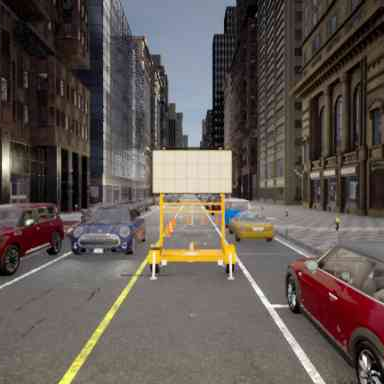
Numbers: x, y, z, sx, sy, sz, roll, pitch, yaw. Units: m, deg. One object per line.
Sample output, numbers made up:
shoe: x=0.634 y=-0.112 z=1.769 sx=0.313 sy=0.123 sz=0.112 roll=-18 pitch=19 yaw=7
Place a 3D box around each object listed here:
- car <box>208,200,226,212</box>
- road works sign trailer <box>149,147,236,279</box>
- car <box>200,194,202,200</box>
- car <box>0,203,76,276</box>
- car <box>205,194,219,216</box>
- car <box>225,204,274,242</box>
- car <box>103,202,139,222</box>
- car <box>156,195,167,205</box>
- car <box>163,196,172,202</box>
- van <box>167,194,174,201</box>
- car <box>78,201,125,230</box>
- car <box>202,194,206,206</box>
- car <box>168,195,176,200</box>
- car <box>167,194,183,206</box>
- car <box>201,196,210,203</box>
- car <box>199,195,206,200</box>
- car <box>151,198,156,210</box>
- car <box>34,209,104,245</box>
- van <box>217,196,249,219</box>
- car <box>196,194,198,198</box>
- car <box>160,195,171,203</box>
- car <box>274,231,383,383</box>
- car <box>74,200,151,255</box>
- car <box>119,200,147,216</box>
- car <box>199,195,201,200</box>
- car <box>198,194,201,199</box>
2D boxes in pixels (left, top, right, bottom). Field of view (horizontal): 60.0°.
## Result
car: x=2.800 y=1.585 z=38.530 sx=1.802 sy=1.307 sz=4.206 roll=0 pitch=0 yaw=0
road works sign trailer: x=0.009 y=0.463 z=9.966 sx=2.380 sy=3.560 sz=2.880 roll=0 pitch=0 yaw=0
car: x=2.818 y=1.453 z=55.335 sx=1.967 sy=1.590 sz=4.097 roll=0 pitch=0 yaw=0
car: x=-5.755 y=1.314 z=10.516 sx=2.192 sy=1.841 sz=5.009 roll=0 pitch=0 yaw=0
car: x=2.793 y=1.316 z=32.928 sx=2.192 sy=1.841 sz=5.009 roll=0 pitch=0 yaw=0
car: x=2.776 y=1.524 z=16.294 sx=1.752 sy=1.417 sz=4.829 roll=0 pitch=0 yaw=0
car: x=-5.737 y=1.550 z=27.323 sx=2.008 sy=1.369 sz=4.403 roll=0 pitch=0 yaw=0
car: x=-5.707 y=1.557 z=55.333 sx=1.887 sy=1.381 sz=4.507 roll=0 pitch=0 yaw=0
car: x=-5.683 y=1.571 z=77.741 sx=1.887 sy=1.381 sz=4.507 roll=0 pitch=0 yaw=0
van: x=-5.672 y=1.374 z=88.946 sx=1.690 sy=1.788 sz=3.998 roll=0 pitch=0 yaw=0
car: x=-5.743 y=1.439 z=21.720 sx=1.967 sy=1.590 sz=4.097 roll=0 pitch=0 yaw=0
car: x=2.805 y=1.321 z=44.132 sx=2.192 sy=1.841 sz=5.009 roll=0 pitch=0 yaw=0
car: x=-5.665 y=1.582 z=94.548 sx=1.887 sy=1.381 sz=4.507 roll=0 pitch=0 yaw=0
car: x=-3.028 y=1.518 z=56.389 sx=1.837 sy=1.490 sz=4.892 roll=0 pitch=0 yaw=0
car: x=2.836 y=1.605 z=72.140 sx=1.802 sy=1.307 sz=4.206 roll=0 pitch=0 yaw=0
car: x=2.860 y=1.582 z=94.548 sx=1.887 sy=1.381 sz=4.507 roll=0 pitch=0 yaw=0
car: x=-5.725 y=1.569 z=38.526 sx=1.947 sy=1.339 sz=4.313 roll=0 pitch=0 yaw=0
car: x=-5.749 y=1.581 z=16.119 sx=1.802 sy=1.307 sz=4.206 roll=0 pitch=0 yaw=0
van: x=2.782 y=1.340 z=21.725 sx=1.690 sy=1.788 sz=3.998 roll=0 pitch=0 yaw=0
car: x=2.854 y=1.578 z=88.945 sx=1.887 sy=1.381 sz=4.507 roll=0 pitch=0 yaw=0
car: x=-5.689 y=1.463 z=72.139 sx=1.967 sy=1.590 sz=4.097 roll=0 pitch=0 yaw=0
car: x=2.764 y=1.440 z=4.919 sx=1.967 sy=1.590 sz=4.097 roll=0 pitch=0 yaw=0
car: x=-3.087 y=1.351 z=13.221 sx=2.097 sy=1.767 sz=4.553 roll=0 pitch=0 yaw=0
car: x=-5.731 y=1.567 z=32.924 sx=1.947 sy=1.339 sz=4.313 roll=0 pitch=0 yaw=0
car: x=2.824 y=1.582 z=60.937 sx=1.947 sy=1.339 sz=4.313 roll=0 pitch=0 yaw=0
car: x=2.830 y=1.459 z=66.538 sx=1.967 sy=1.590 sz=4.097 roll=0 pitch=0 yaw=0
